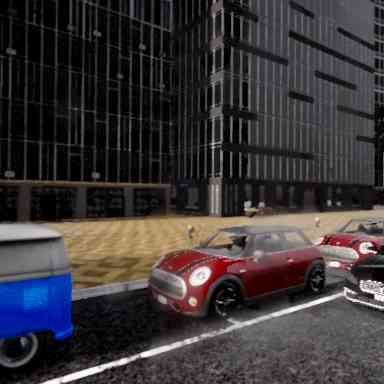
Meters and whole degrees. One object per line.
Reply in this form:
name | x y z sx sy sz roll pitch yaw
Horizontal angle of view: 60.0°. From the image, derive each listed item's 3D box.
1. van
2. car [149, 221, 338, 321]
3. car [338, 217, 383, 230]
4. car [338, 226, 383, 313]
van | -3.529 1.335 4.041 3.998 1.788 1.690 1 0 -36
car | 1.082 1.491 7.337 4.097 1.590 1.967 1 0 -36
car | 5.692 1.547 10.632 4.097 1.590 1.967 1 0 -36
car | 5.200 1.587 7.098 4.892 1.490 1.837 1 0 -36
